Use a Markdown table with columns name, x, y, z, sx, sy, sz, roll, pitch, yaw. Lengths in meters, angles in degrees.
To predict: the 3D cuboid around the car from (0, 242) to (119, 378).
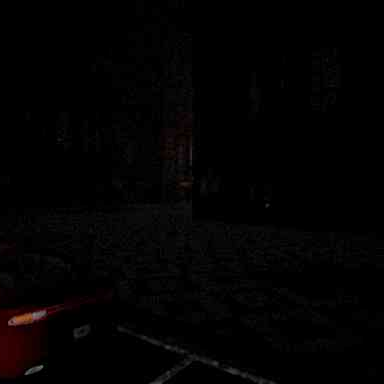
| name | x | y | z | sx | sy | sz | roll | pitch | yaw |
| --- | --- | --- | --- | --- | --- | --- | --- | --- | --- |
| car | -3.097 | 1.466 | 5.205 | 4.507 | 1.381 | 1.887 | 1 | 0 | 36 |
